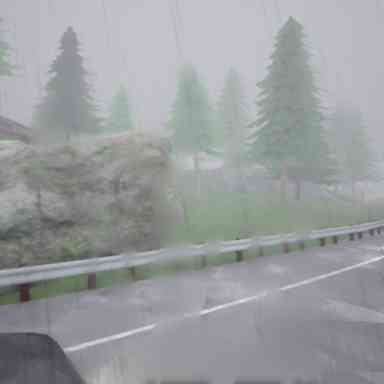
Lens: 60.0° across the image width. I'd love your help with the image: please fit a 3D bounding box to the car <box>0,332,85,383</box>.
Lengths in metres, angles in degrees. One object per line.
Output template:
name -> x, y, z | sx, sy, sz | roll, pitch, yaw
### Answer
car -> -3.202, 1.556, 1.517 | 5.357, 1.411, 2.033 | 0, 0, -36
